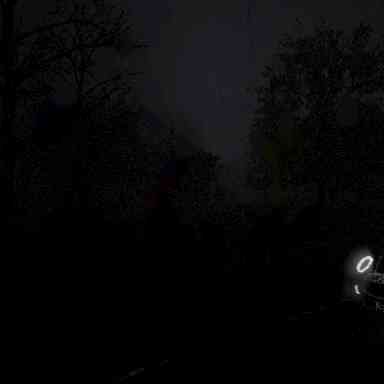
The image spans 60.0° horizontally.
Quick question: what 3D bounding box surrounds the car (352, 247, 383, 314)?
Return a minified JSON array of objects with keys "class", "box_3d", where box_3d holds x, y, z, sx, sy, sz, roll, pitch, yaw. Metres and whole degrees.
[{"class":"car","box_3d":[5.208,1.351,6.667,4.553,1.767,2.097,0,0,-36]}]
